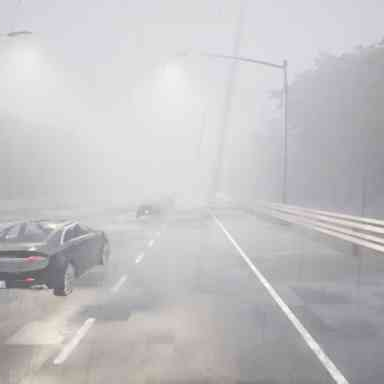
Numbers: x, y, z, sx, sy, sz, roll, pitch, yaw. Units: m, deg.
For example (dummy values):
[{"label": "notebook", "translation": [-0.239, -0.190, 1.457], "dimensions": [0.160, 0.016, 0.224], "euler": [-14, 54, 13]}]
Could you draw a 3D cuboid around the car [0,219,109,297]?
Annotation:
[{"label": "car", "translation": [-3.481, 1.435, 8.413], "dimensions": [2.128, 1.511, 4.902], "euler": [0, 0, 0]}]

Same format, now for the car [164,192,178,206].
[{"label": "car", "translation": [-3.355, 1.160, 45.554], "dimensions": [1.812, 1.442, 4.674], "euler": [0, 1, 0]}]

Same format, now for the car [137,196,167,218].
[{"label": "car", "translation": [-3.417, 1.345, 27.519], "dimensions": [1.812, 1.442, 4.674], "euler": [0, 0, 0]}]

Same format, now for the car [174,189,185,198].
[{"label": "car", "translation": [-3.255, 0.499, 74.717], "dimensions": [2.128, 1.511, 4.902], "euler": [0, 2, 0]}]
